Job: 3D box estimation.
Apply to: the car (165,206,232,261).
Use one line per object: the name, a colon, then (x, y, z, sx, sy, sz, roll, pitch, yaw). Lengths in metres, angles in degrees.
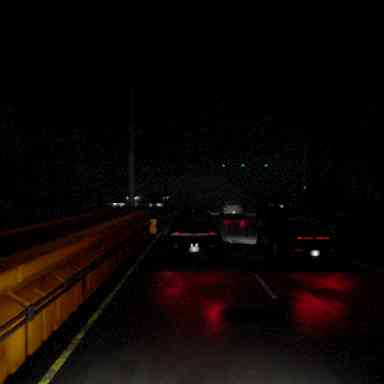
car: (0.074, 1.493, 12.345, 2.128, 1.511, 4.902, 0, 0, 0)

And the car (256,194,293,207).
car: (7.090, 1.224, 28.913, 2.150, 2.045, 5.566, 0, 0, 0)

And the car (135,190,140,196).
car: (-13.907, 0.198, 80.903, 1.812, 1.442, 4.674, 0, 6, 0)

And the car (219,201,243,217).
car: (3.587, 1.530, 30.900, 1.812, 1.442, 4.674, 0, 0, 0)

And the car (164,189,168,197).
car: (-6.908, 0.167, 80.762, 1.882, 1.535, 5.008, 0, 6, 0)

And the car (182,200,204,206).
car: (0.094, 1.482, 31.447, 1.882, 1.535, 5.008, 0, 0, 0)

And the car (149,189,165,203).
car: (-6.997, 1.062, 64.601, 2.150, 2.045, 5.566, 0, 2, 0)

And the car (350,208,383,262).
car: (7.077, 1.354, 12.260, 2.097, 1.767, 4.553, 0, 0, 0)

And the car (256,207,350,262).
car: (3.578, 1.507, 12.035, 1.837, 1.490, 4.892, 0, 0, 0)

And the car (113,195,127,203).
car: (-13.990, 1.373, 64.931, 2.033, 1.411, 5.357, 0, 2, 0)
